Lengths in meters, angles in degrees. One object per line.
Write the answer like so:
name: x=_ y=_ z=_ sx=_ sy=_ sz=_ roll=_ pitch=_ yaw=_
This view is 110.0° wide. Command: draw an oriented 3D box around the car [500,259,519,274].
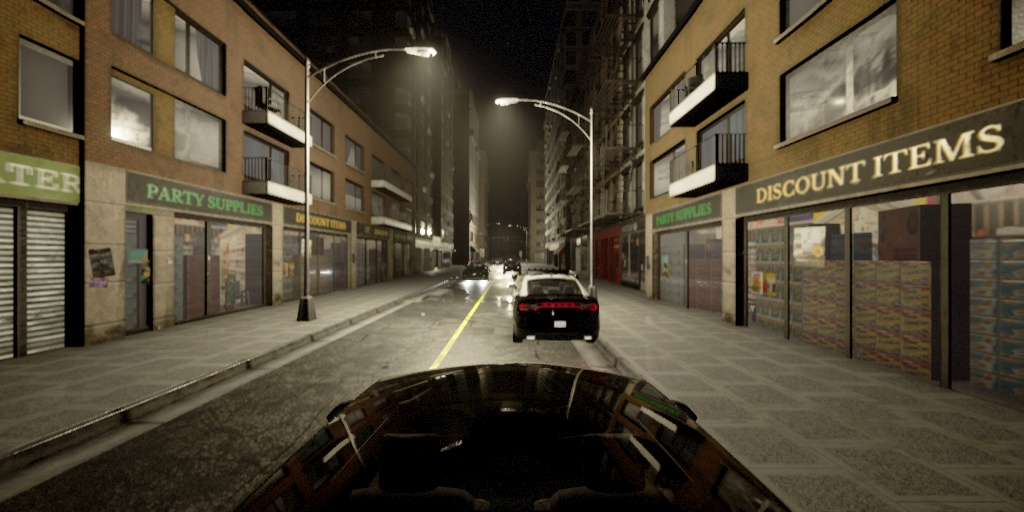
car: x=0.026 y=1.203 z=38.534 sx=1.895 sy=1.301 sz=4.718 roll=0 pitch=0 yaw=0

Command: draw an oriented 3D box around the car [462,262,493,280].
car: x=-2.885 y=1.199 z=29.505 sx=1.994 sy=1.385 sz=4.181 roll=0 pitch=0 yaw=0

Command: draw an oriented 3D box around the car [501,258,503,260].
car: x=-0.034 y=1.132 z=48.571 sx=1.994 sy=1.385 sz=4.181 roll=0 pitch=0 yaw=0

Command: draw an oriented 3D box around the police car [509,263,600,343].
police car: x=0.953 y=1.141 z=9.700 sx=1.930 sy=1.638 sz=5.238 roll=0 pitch=0 yaw=0
